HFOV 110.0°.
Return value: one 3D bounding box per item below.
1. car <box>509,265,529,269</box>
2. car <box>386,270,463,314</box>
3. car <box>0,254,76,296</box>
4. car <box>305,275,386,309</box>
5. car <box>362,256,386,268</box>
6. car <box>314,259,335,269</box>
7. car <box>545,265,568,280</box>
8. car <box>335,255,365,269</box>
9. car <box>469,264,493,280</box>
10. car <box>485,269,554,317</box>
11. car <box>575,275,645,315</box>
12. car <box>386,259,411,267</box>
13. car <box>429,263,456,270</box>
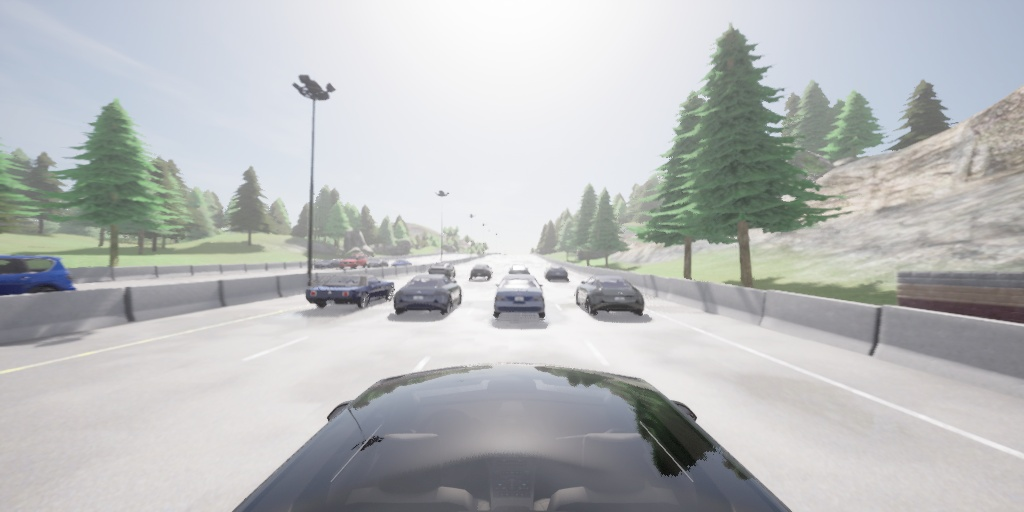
[{"bbox_3d":[0.620,1.517,33.795,1.994,1.385,4.181,0,0,1],"label":"car"},{"bbox_3d":[-3.205,1.425,14.382,1.994,1.385,4.181,0,0,1],"label":"car"},{"bbox_3d":[-17.476,0.956,11.061,2.150,2.045,5.566,0,-1,1],"label":"car"},{"bbox_3d":[-6.696,1.446,15.527,1.895,1.301,4.718,0,0,1],"label":"car"},{"bbox_3d":[-20.184,1.193,54.176,2.128,1.511,4.902,0,1,1],"label":"car"},{"bbox_3d":[-27.176,1.211,53.538,2.033,1.411,5.357,0,1,2],"label":"car"},{"bbox_3d":[4.123,1.540,33.946,1.994,1.385,4.181,0,0,1],"label":"car"},{"bbox_3d":[-23.681,0.903,53.750,2.150,2.045,5.566,0,1,2],"label":"car"},{"bbox_3d":[-2.881,1.454,34.061,1.812,1.442,4.674,0,0,1],"label":"car"},{"bbox_3d":[0.272,1.428,13.918,2.033,1.411,5.357,0,0,1],"label":"car"},{"bbox_3d":[3.793,1.473,14.523,1.994,1.385,4.181,0,0,1],"label":"car"},{"bbox_3d":[-16.687,1.204,54.048,1.882,1.535,5.008,0,1,1],"label":"car"},{"bbox_3d":[-6.393,1.399,33.125,2.128,1.511,4.902,0,0,1],"label":"car"}]
